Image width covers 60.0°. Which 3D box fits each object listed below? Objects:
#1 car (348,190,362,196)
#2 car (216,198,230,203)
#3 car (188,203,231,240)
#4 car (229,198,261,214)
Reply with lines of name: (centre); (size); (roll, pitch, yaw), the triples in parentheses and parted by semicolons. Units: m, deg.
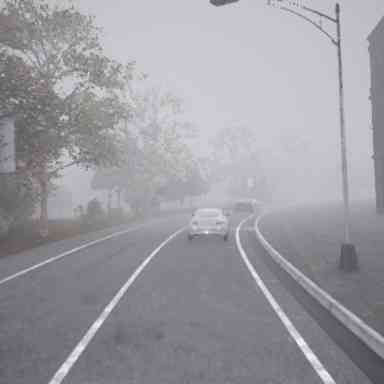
car: (32.653, 0.347, 67.089); (4.892, 1.490, 1.837); (-3, -3, -29)
car: (3.986, 1.520, 38.354); (1.837, 1.490, 4.892); (-3, -1, 27)
car: (0.903, 1.507, 16.722); (1.812, 1.442, 4.674); (-1, 0, 7)
car: (5.763, 1.368, 34.140); (1.882, 1.535, 5.008); (-3, -1, 23)
